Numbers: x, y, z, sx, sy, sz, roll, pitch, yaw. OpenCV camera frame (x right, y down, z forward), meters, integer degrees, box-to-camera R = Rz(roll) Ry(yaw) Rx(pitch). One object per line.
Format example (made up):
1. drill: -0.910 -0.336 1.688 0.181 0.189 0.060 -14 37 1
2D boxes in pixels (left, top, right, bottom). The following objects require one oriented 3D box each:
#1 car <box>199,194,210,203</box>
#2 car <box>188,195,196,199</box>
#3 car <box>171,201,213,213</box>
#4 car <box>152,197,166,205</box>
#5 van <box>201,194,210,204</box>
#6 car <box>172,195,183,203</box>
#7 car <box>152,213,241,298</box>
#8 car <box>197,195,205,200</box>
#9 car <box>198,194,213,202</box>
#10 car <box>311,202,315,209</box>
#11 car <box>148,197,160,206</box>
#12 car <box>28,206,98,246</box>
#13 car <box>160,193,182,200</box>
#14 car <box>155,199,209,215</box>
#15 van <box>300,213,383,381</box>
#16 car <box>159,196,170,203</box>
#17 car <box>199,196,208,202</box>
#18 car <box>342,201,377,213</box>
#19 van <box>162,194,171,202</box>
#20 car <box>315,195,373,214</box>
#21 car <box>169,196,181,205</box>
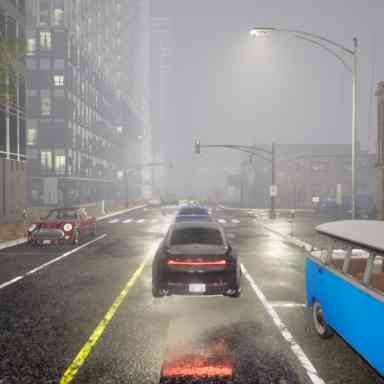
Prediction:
1. car: 2.586 1.298 69.921 2.192 1.841 5.009 -1 0 0
2. car: -0.100 1.481 79.560 1.837 1.490 4.892 0 0 0
3. car: 0.068 1.472 17.982 1.882 1.535 5.008 0 0 0
4. car: -5.743 1.551 58.677 1.947 1.339 4.313 -1 0 0
5. van: 2.594 1.325 64.278 1.690 1.788 3.998 -1 0 0
6. car: -3.089 1.508 71.377 2.128 1.511 4.902 0 0 0
7. car: 0.087 1.502 8.495 1.837 1.490 4.892 0 0 0
8. car: 2.562 1.531 92.498 2.008 1.369 4.403 -1 0 0
9. car: 2.602 1.425 58.633 1.967 1.590 4.097 -1 0 0
10. car: 16.477 1.411 38.362 5.009 1.841 2.192 1 0 1
11. car: -5.907 1.512 52.863 1.752 1.417 4.829 -1 0 0
12. car: -5.723 1.436 15.086 1.967 1.590 4.097 -1 0 0
13. car: -3.164 1.208 51.213 2.150 2.045 5.566 0 0 1
14. car: -0.864 1.592 30.807 1.895 1.301 4.718 0 0 40
15. van: 2.669 1.340 4.013 1.690 1.788 3.998 -1 0 0
16. car: -5.757 1.549 69.966 1.947 1.339 4.313 -1 0 0
17. car: 2.584 1.564 75.565 1.802 1.307 4.206 -1 0 0
18. car: 16.379 1.793 29.985 4.313 1.339 1.947 1 0 1
19. van: -5.767 1.323 75.610 1.690 1.788 3.998 -1 0 0
20. car: 16.652 1.359 35.764 5.566 2.045 2.150 1 1 1
21. car: -3.145 1.462 61.105 1.882 1.535 5.008 0 0 0
